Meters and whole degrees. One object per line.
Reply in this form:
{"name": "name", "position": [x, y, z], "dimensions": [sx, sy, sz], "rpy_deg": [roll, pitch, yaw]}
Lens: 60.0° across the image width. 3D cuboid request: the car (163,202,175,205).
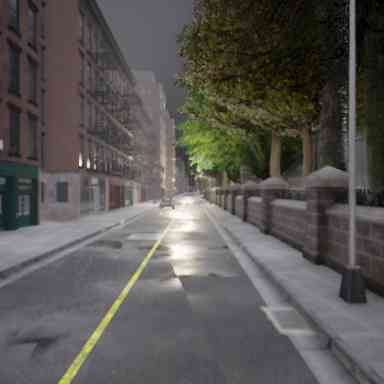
{"name": "car", "position": [-3.007, 1.387, 41.172], "dimensions": [2.033, 1.411, 5.357], "rpy_deg": [0, 0, 0]}
